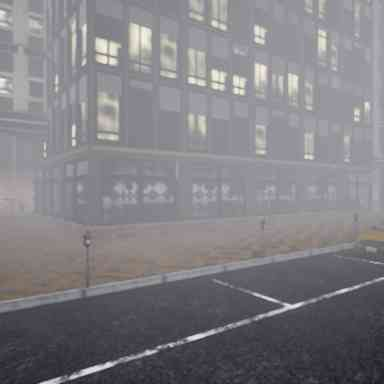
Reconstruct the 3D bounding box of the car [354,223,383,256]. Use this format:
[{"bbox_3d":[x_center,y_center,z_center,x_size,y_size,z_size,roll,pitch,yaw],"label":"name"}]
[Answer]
[{"bbox_3d":[7.718,1.524,12.067,4.829,1.417,1.752,0,0,-35],"label":"car"}]
